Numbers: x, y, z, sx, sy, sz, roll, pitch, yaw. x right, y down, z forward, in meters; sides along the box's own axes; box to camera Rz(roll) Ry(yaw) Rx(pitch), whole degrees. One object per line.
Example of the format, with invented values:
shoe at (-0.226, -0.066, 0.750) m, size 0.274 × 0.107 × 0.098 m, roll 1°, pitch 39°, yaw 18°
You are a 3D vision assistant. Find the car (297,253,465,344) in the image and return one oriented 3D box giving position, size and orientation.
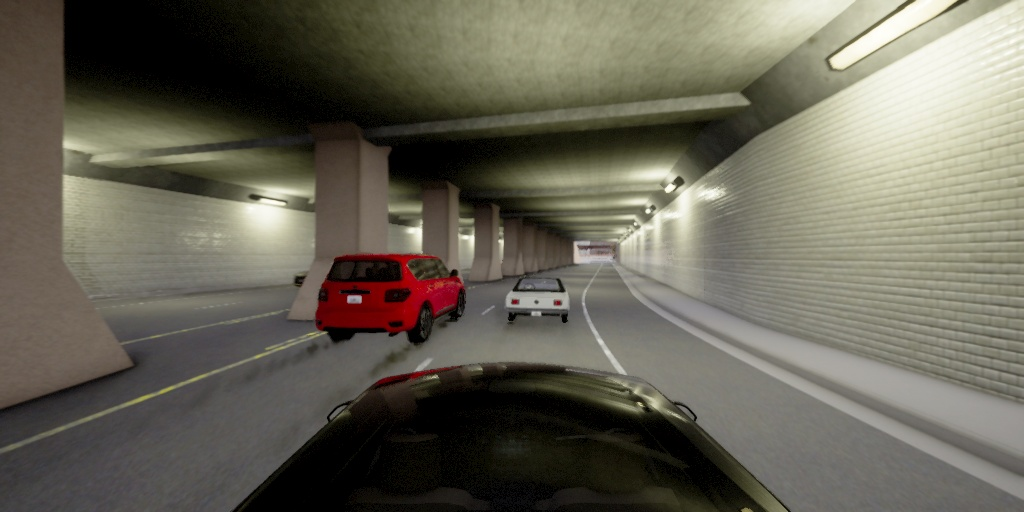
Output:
car at (-2.853, 0.956, 9.769) m, size 2.150 × 2.045 × 5.566 m, roll 0°, pitch 0°, yaw 6°

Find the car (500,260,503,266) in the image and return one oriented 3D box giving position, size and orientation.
car at (-0.875, 1.225, 63.162) m, size 1.882 × 1.535 × 5.008 m, roll 0°, pitch 0°, yaw 15°

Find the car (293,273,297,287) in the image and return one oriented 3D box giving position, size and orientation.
car at (-11.461, 1.164, 22.833) m, size 1.882 × 1.535 × 5.008 m, roll 0°, pitch 0°, yaw 13°

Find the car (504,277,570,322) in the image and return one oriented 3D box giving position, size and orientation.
car at (1.001, 1.357, 12.418) m, size 1.895 × 1.301 × 4.718 m, roll 0°, pitch 0°, yaw 8°
